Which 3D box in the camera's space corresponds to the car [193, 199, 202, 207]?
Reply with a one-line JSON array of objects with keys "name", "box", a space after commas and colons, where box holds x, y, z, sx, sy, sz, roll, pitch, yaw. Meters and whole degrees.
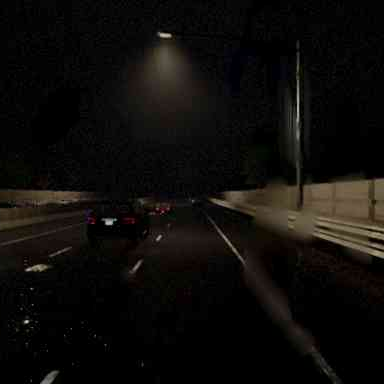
[{"name": "car", "box": [1.049, 2.181, 69.352, 1.801, 1.575, 5.366, 0, 0, 0]}]

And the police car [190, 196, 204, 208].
[{"name": "police car", "box": [1.050, 2.058, 59.273, 1.930, 1.638, 5.238, 0, -1, 0]}]

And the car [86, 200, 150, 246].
[{"name": "car", "box": [-3.400, 1.399, 16.329, 2.150, 2.045, 5.566, 0, -1, 0]}]

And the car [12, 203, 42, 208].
[{"name": "car", "box": [-21.088, 2.069, 43.563, 1.895, 1.301, 4.718, 0, -1, 0]}]

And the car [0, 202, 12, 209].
[{"name": "car", "box": [-24.582, 1.982, 42.443, 1.812, 1.442, 4.674, 0, -1, 0]}]

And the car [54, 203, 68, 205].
[{"name": "car", "box": [-17.588, 2.077, 44.396, 1.895, 1.301, 4.718, 0, -1, 0]}]

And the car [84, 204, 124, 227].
[{"name": "car", "box": [-6.900, 1.765, 26.594, 1.882, 1.535, 5.008, 0, -1, 0]}]

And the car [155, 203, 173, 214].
[{"name": "car", "box": [-3.400, 2.042, 41.035, 1.895, 1.301, 4.718, 0, -1, 0]}]
